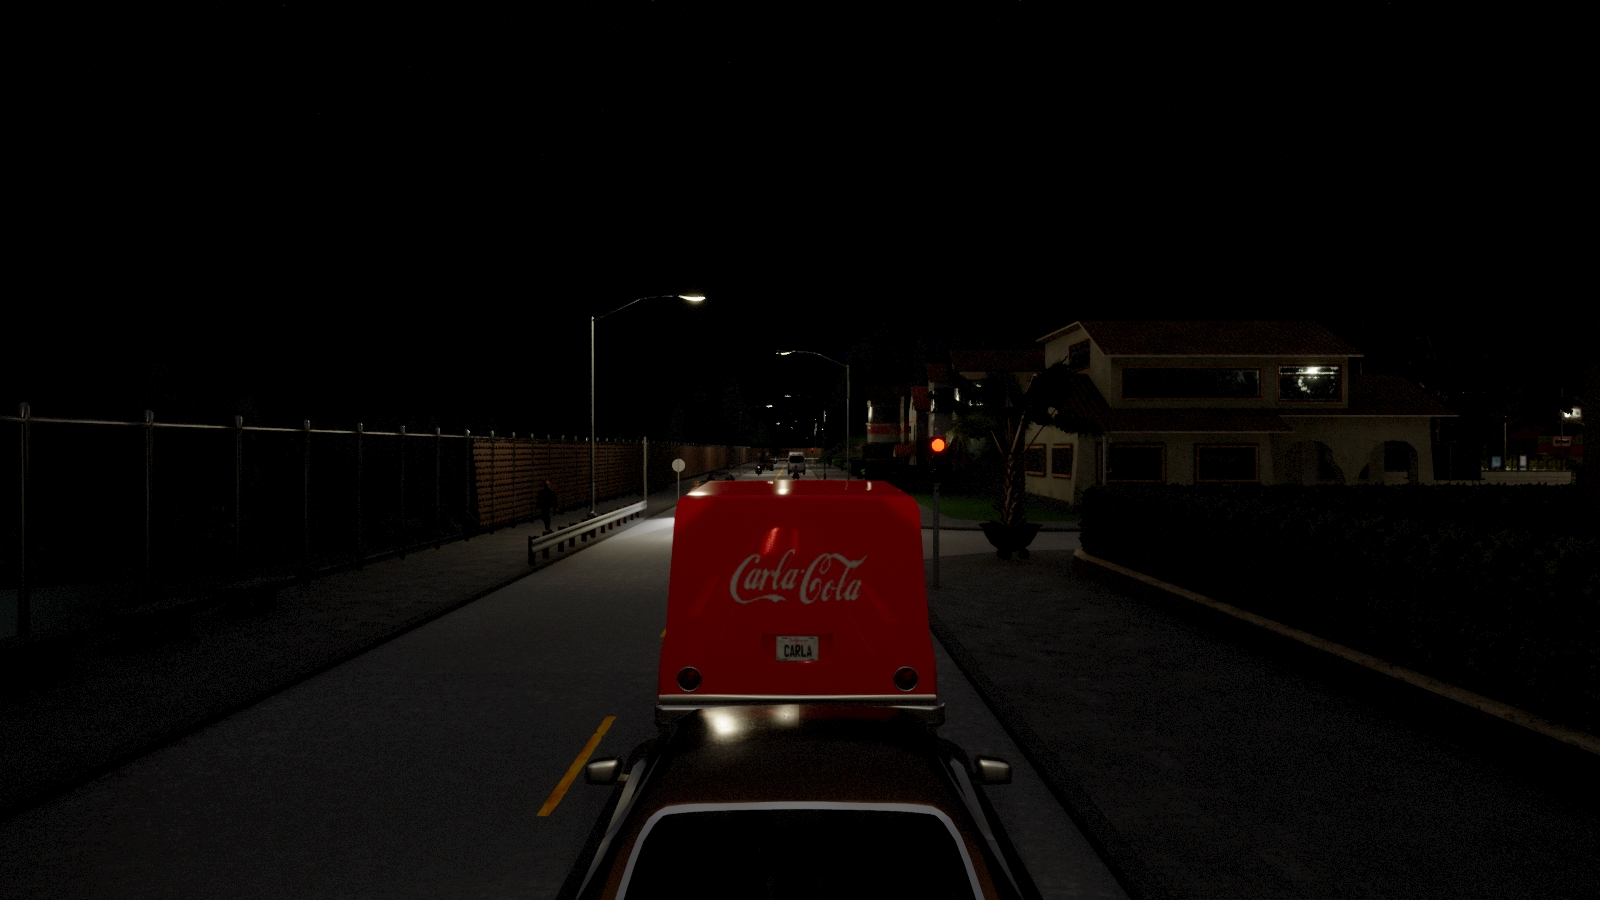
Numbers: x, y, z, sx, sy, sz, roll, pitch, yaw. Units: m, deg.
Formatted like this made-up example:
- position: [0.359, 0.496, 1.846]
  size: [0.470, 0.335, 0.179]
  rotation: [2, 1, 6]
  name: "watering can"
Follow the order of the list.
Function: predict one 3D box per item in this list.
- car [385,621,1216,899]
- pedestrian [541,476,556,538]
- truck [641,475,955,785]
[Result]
- position: [-0.006, 1.989, 5.238]
  size: [2.152, 1.651, 5.027]
  rotation: [0, 0, 0]
  name: "car"
- position: [-7.650, 1.732, 34.728]
  size: [0.375, 1.860, 0.375]
  rotation: [0, 0, -1]
  name: "pedestrian"
- position: [-0.025, 1.564, 12.158]
  size: [2.627, 2.467, 5.204]
  rotation: [0, 0, 0]
  name: "truck"
